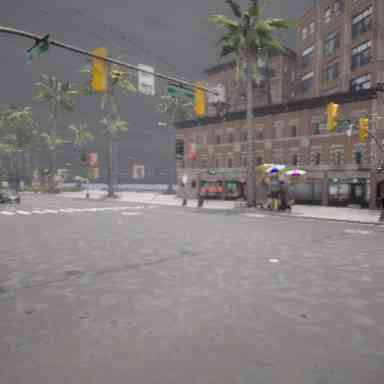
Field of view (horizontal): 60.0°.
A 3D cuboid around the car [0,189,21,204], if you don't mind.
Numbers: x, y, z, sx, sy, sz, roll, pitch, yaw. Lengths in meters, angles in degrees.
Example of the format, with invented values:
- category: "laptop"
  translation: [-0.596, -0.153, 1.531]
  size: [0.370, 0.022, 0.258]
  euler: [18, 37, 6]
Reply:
- category: "car"
  translation: [-19.984, 0.392, 35.848]
  size: [2.128, 1.511, 4.902]
  euler: [0, 2, -44]
